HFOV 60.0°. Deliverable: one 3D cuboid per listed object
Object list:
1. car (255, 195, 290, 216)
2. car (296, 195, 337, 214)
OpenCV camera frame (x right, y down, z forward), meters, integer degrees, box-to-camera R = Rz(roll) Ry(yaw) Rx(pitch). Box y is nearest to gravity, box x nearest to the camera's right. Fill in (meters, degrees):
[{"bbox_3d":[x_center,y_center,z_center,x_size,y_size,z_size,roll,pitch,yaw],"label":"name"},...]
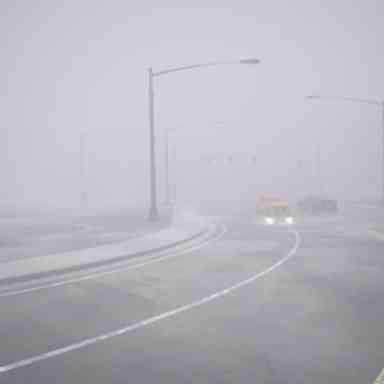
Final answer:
[{"bbox_3d":[6.705,1.070,28.120,1.882,1.535,5.008,-1,1,-3],"label":"car"},{"bbox_3d":[10.355,0.988,28.020,1.882,1.535,5.008,-1,0,-2],"label":"car"}]
